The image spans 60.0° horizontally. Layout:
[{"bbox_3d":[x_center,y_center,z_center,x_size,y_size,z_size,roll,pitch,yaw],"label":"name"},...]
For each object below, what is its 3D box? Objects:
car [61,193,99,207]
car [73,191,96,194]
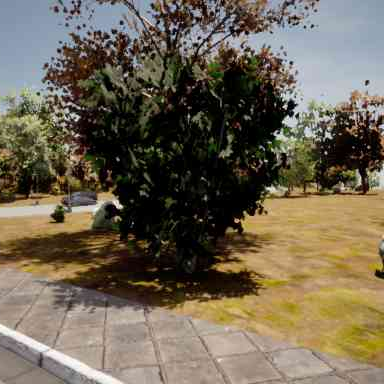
[{"bbox_3d":[-15.429,1.317,45.367,1.994,1.385,4.181,0,2,39],"label":"car"},{"bbox_3d":[-16.612,0.897,49.473,2.150,2.045,5.566,0,2,39],"label":"car"}]
